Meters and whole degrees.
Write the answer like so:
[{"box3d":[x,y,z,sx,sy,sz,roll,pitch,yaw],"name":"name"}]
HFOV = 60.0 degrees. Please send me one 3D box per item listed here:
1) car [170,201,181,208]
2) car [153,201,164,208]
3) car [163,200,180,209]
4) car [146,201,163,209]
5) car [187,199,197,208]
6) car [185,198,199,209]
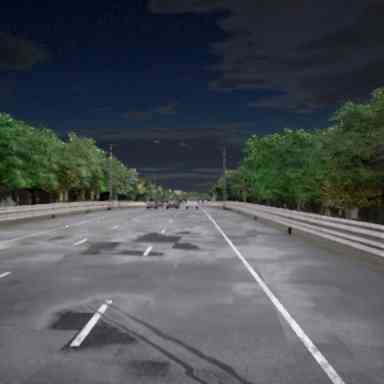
[{"box3d":[-3.465,2.618,69.595,2.128,1.511,4.902,0,-2,0],"name":"car"},{"box3d":[-6.965,2.616,69.596,1.812,1.442,4.674,0,-2,0],"name":"car"},{"box3d":[-3.470,2.178,59.560,2.097,1.767,4.553,0,-2,0],"name":"car"},{"box3d":[-6.969,2.359,59.174,2.033,1.411,5.357,0,-2,0],"name":"car"},{"box3d":[0.035,2.447,69.569,2.097,1.767,4.553,0,-2,0],"name":"car"},{"box3d":[0.031,2.036,59.212,2.150,2.045,5.566,0,-2,0],"name":"car"}]
